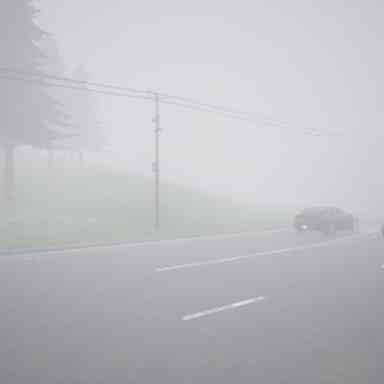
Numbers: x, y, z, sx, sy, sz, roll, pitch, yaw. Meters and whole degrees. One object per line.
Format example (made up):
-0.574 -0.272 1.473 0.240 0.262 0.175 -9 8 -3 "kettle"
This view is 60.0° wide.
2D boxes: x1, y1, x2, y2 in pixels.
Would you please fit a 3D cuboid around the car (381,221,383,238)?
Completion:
10.713 1.562 15.700 4.674 1.442 1.812 0 0 -36 "car"

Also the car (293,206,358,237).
7.527 1.539 18.552 4.892 1.490 1.837 0 0 -42 "car"
